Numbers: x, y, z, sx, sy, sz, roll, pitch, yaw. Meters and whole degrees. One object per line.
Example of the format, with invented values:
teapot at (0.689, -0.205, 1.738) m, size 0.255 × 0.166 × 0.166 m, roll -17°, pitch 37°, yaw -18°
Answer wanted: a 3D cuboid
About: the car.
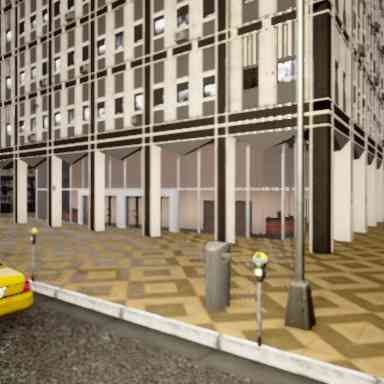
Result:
car at (-4.952, 1.546, 6.388) m, size 4.829 × 1.417 × 1.752 m, roll 0°, pitch 0°, yaw 35°
